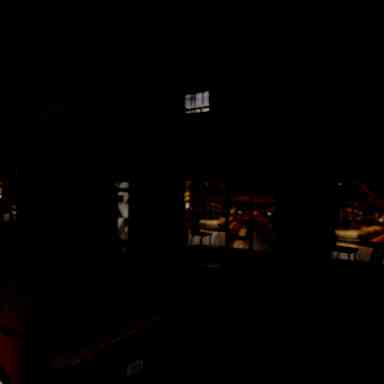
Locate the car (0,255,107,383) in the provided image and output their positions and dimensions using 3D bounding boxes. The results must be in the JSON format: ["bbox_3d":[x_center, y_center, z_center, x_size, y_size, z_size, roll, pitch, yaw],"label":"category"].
[{"bbox_3d":[-2.369,1.558,4.505,4.507,1.381,1.887,0,1,35],"label":"car"}]

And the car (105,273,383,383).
[{"bbox_3d":[2.241,1.311,1.216,5.009,1.841,2.192,0,1,35],"label":"car"}]
